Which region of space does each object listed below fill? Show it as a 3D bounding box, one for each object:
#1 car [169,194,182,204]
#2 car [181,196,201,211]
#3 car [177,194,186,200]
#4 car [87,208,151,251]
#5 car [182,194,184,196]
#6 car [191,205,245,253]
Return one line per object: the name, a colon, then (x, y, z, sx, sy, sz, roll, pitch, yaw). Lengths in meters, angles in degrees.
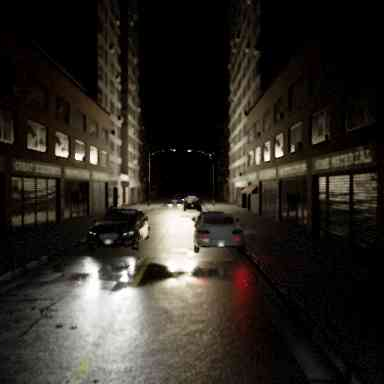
car: (-2.828, 1.315, 56.430, 1.812, 1.442, 4.674, 0, 0, 0)
car: (0.041, 1.411, 37.558, 1.994, 1.385, 4.181, 0, 0, 0)
car: (-2.787, 1.261, 88.232, 2.033, 1.411, 5.357, 0, 0, 0)
car: (-2.856, 1.429, 13.798, 2.128, 1.511, 4.902, 0, 0, 0)
car: (-0.020, 1.303, 49.169, 2.128, 1.511, 4.902, 0, 0, 0)
car: (0.957, 1.467, 13.229, 1.812, 1.442, 4.674, 0, 0, 0)
